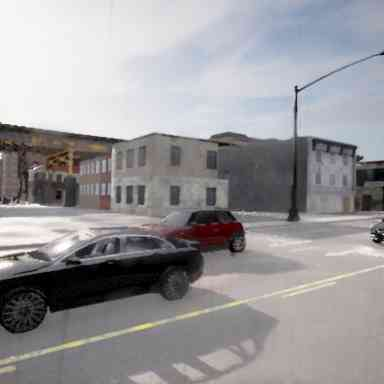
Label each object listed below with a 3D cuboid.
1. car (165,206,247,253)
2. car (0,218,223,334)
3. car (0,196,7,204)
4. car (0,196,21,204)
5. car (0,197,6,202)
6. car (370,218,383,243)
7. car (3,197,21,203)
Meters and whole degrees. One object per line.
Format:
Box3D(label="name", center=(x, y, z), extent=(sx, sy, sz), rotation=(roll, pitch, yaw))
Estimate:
Box3D(label="car", center=(-0.138, 1.417, 12.480), extent=(4.553, 1.767, 2.097), rotation=(0, 0, -36))
Box3D(label="car", center=(-1.978, 1.520, 6.874), extent=(4.902, 1.511, 2.128), rotation=(1, 0, -35))
Box3D(label="car", center=(-43.692, 1.755, 73.817), extent=(4.974, 1.542, 2.038), rotation=(1, -1, 25))
Box3D(label="car", center=(-39.962, 1.832, 73.894), extent=(2.038, 1.542, 4.974), rotation=(1, -1, -5))
Box3D(label="car", center=(-43.736, 1.597, 73.840), extent=(4.536, 1.218, 1.853), rotation=(1, -1, 25))
Box3D(label="car", center=(10.282, 1.644, 15.636), extent=(4.892, 1.490, 1.837), rotation=(0, 0, -35))
Box3D(label="car", center=(-39.964, 1.676, 73.948), extent=(1.853, 1.218, 4.536), rotation=(1, -1, -5))
